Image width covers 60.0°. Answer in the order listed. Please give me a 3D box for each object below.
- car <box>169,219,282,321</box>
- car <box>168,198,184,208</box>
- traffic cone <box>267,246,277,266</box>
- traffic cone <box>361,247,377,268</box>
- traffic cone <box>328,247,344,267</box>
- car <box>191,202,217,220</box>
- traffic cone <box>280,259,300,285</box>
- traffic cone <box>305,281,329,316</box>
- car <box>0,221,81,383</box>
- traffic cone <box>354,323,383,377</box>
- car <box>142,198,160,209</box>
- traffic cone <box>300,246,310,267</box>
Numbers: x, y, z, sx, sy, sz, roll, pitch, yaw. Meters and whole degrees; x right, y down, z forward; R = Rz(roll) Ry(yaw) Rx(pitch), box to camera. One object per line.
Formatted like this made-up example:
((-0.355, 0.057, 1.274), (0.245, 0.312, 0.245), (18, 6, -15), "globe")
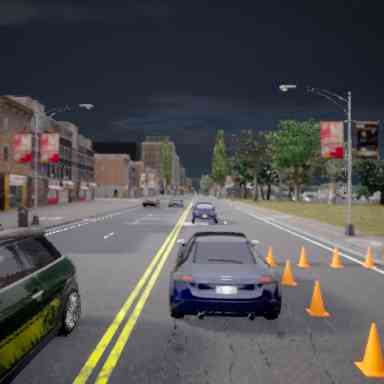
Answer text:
((0.598, 1.559, 7.410), (1.994, 1.385, 4.181), (0, 0, 1), "car")
((-2.135, 1.477, 45.590), (1.994, 1.385, 4.181), (0, 0, 1), "car")
((2.416, 1.959, 10.228), (0.340, 0.580, 0.340), (0, 0, 1), "traffic cone")
((5.415, 1.980, 10.173), (0.340, 0.580, 0.340), (0, 0, 1), "traffic cone")
((4.415, 1.973, 10.191), (0.340, 0.580, 0.340), (0, 0, 1), "traffic cone")
((0.928, 1.497, 25.482), (1.812, 1.442, 4.674), (0, 0, 1), "car")
((2.379, 1.962, 8.228), (0.340, 0.580, 0.340), (0, 0, 1), "traffic cone")
((2.343, 1.964, 6.228), (0.340, 0.580, 0.340), (0, 0, 1), "traffic cone")
((-2.922, 1.328, 3.620), (2.097, 1.767, 4.553), (0, 0, 1), "car")
((2.306, 1.966, 4.229), (0.340, 0.580, 0.340), (0, 0, 1), "traffic cone")
((-5.417, 1.494, 44.268), (1.895, 1.301, 4.718), (0, 0, 1), "car")
((3.415, 1.966, 10.210), (0.340, 0.580, 0.340), (0, 0, 1), "traffic cone")
